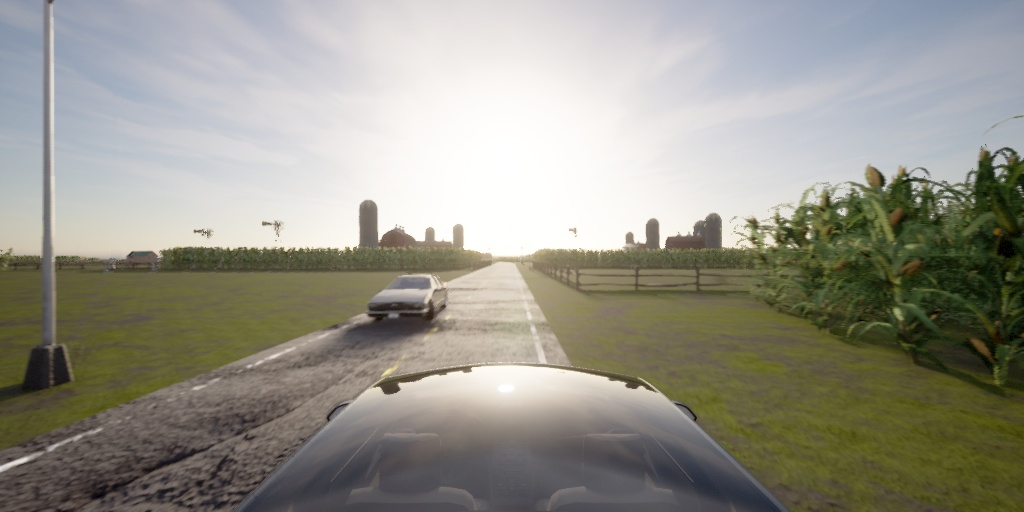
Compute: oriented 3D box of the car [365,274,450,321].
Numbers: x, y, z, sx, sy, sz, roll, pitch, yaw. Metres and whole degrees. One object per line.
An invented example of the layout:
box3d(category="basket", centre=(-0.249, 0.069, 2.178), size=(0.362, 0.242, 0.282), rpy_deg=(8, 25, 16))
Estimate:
box3d(category="car", centre=(-3.515, 1.383, 13.185), size=(2.033, 1.411, 5.357), rpy_deg=(-1, 0, -1))
